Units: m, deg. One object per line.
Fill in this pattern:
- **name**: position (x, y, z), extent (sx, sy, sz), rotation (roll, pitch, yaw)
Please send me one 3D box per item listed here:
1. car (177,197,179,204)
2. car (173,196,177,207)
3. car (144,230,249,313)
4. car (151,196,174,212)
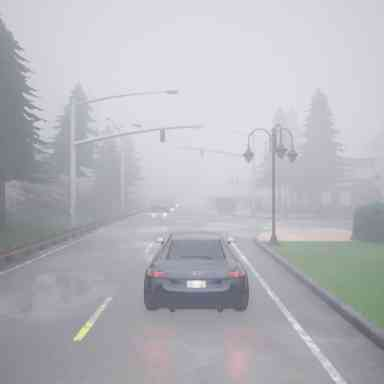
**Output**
- **car**: position (-3.486, 1.501, 62.295), extent (1.837, 1.490, 4.892), rotation (0, 0, 0)
- **car**: position (-3.540, 1.475, 48.324), extent (1.882, 1.535, 5.008), rotation (0, 0, 0)
- **car**: position (0.086, 1.564, 7.760), extent (1.994, 1.385, 4.181), rotation (0, 0, 0)
- **car**: position (-3.554, 1.545, 38.471), extent (2.033, 1.411, 5.357), rotation (0, 0, 0)
